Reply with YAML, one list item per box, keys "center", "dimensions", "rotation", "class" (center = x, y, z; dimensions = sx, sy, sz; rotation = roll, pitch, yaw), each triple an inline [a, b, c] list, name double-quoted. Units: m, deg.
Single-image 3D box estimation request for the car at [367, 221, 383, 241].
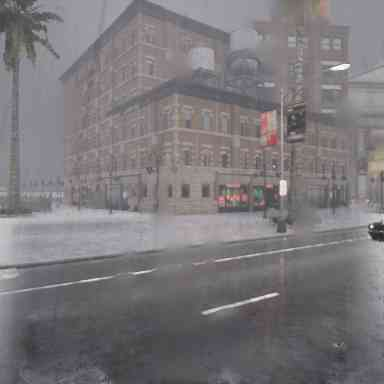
- center: [10.198, 1.628, 15.516]
  dimensions: [4.718, 1.301, 1.895]
  rotation: [0, 0, -35]
  class: "car"
